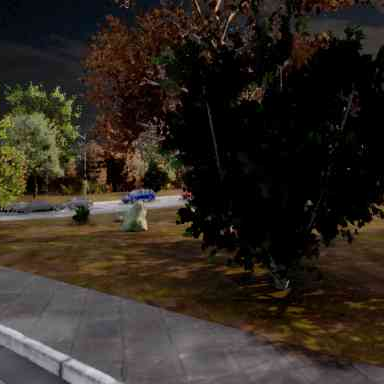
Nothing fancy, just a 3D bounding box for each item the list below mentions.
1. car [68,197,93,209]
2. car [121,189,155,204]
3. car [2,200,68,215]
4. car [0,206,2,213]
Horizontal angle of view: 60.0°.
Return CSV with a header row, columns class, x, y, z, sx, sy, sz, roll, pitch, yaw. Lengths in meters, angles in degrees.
class,x,y,z,sx,sy,sz,roll,pitch,yaw
car,-14.742,1.385,42.386,1.994,1.385,4.181,0,2,38
car,-8.092,0.627,50.555,2.150,2.045,5.566,0,3,40
car,-16.183,1.529,34.649,2.033,1.411,5.357,0,1,39
car,-21.005,1.533,34.658,2.128,1.511,4.902,0,1,39
